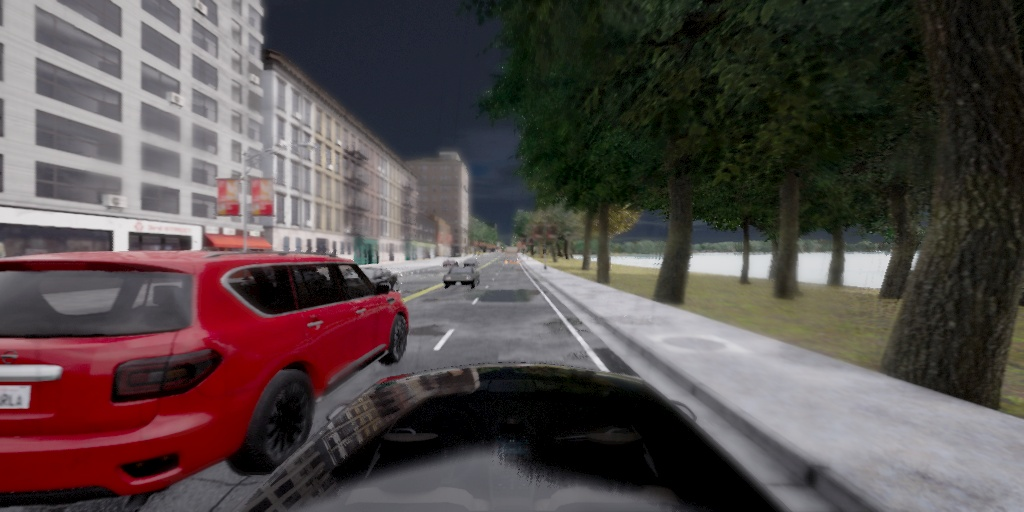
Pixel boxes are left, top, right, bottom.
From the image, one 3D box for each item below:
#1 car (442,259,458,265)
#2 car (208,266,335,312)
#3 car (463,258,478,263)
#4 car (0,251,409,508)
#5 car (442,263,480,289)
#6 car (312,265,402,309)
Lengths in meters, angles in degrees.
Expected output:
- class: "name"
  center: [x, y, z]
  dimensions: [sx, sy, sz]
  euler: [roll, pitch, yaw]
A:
- class: "car"
  center: [-9.766, 1.161, 56.858]
  dimensions: [1.994, 1.385, 4.181]
  euler: [0, 1, 1]
- class: "car"
  center: [-9.840, 1.236, 15.311]
  dimensions: [2.128, 1.511, 4.902]
  euler: [0, 0, 0]
- class: "car"
  center: [-6.515, 1.104, 56.805]
  dimensions: [1.837, 1.490, 4.892]
  euler: [0, 1, 1]
- class: "car"
  center: [-3.148, 0.970, 4.914]
  dimensions: [2.150, 2.045, 5.566]
  euler: [0, 0, 0]
- class: "car"
  center: [-3.135, 1.342, 23.265]
  dimensions: [1.895, 1.301, 4.718]
  euler: [0, 0, 0]
- class: "car"
  center: [-6.589, 1.222, 15.974]
  dimensions: [1.882, 1.535, 5.008]
  euler: [0, 0, 0]
